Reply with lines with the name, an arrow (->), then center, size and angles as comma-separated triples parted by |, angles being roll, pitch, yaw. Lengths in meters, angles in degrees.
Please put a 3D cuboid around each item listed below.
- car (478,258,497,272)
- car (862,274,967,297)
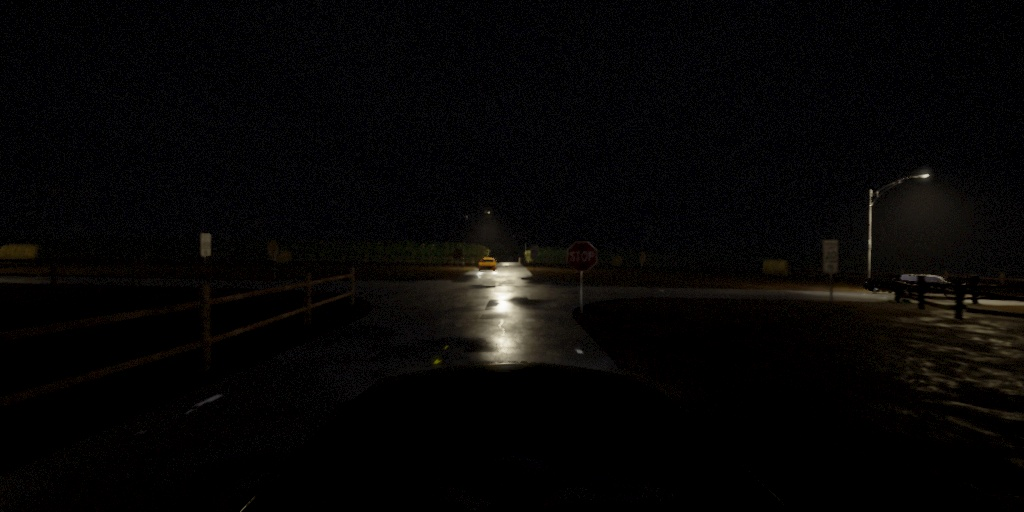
car -> -2.727, 0.963, 40.657 | 1.882, 1.535, 5.008 | 0, 2, 0
car -> 24.971, 1.791, 22.397 | 4.718, 1.301, 1.895 | 1, 0, 0
